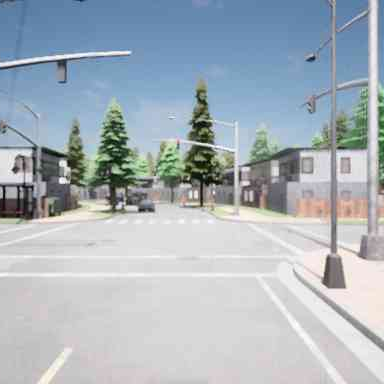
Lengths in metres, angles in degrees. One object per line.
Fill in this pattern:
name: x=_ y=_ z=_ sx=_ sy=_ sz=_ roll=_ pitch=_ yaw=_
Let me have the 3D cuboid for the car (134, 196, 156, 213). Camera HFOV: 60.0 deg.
car: x=-4.860 y=1.484 z=36.158 sx=2.033 sy=1.411 sz=5.357 roll=0 pitch=0 yaw=-7

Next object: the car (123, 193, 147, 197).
car: x=-10.441 y=1.137 z=63.177 sx=2.150 sy=2.045 sz=5.566 roll=0 pitch=0 yaw=-36

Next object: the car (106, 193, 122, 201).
car: x=-16.564 y=1.096 z=71.515 sx=2.097 sy=1.767 sz=4.553 roll=0 pitch=0 yaw=-45

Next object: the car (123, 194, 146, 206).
car: x=-9.042 y=1.487 z=52.210 sx=1.994 sy=1.385 sz=4.181 roll=0 pitch=0 yaw=-22
